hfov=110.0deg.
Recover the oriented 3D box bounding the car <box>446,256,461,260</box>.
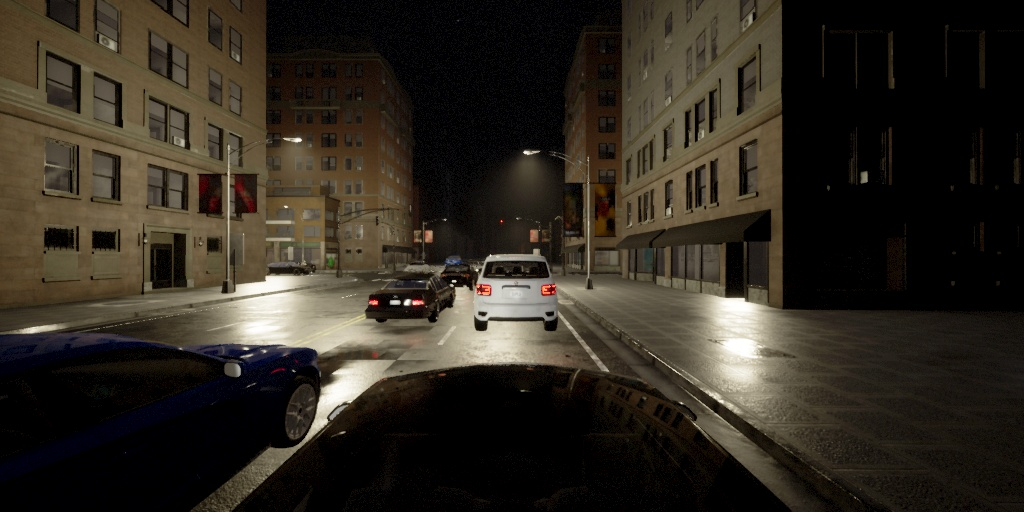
[{"bbox_3d":[-9.827,0.963,60.465,2.150,2.045,5.566,0,0,0],"label":"car"}]

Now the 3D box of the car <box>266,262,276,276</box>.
[{"bbox_3d":[-25.416,1.169,34.109,4.097,1.591,1.967,0,0,0],"label":"car"}]

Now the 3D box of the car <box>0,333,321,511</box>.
[{"bbox_3d":[-3.152,1.228,2.196,1.882,1.535,5.008,0,0,0],"label":"car"}]

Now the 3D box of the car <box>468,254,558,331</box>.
[{"bbox_3d":[0.100,0.971,11.090,2.150,2.045,5.566,0,0,0],"label":"car"}]

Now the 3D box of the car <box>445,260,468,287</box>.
[{"bbox_3d":[-3.150,1.227,22.012,1.882,1.535,5.008,0,0,0],"label":"car"}]

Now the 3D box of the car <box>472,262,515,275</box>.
[{"bbox_3d":[-2.083,1.351,39.738,4.718,1.301,1.895,0,0,41],"label":"car"}]

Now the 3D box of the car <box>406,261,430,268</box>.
[{"bbox_3d":[-9.850,1.275,37.669,1.812,1.442,4.674,0,0,0],"label":"car"}]

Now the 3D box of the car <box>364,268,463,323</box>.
[{"bbox_3d":[-3.153,1.297,12.159,2.033,1.411,5.357,0,0,0],"label":"car"}]

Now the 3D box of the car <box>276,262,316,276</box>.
[{"bbox_3d":[-23.141,1.288,36.638,5.357,1.411,2.033,0,0,0],"label":"car"}]
